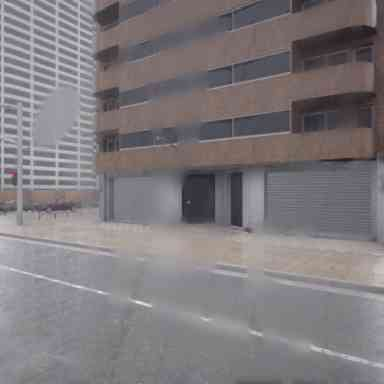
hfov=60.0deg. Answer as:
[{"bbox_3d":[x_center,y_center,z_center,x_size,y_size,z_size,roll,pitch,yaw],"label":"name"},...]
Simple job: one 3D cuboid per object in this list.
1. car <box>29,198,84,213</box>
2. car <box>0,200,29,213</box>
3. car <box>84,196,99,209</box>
[{"bbox_3d":[-15.161,1.477,37.566,1.882,1.535,5.008,0,0,35],"label":"car"},{"bbox_3d":[-19.532,1.547,37.405,2.033,1.411,5.357,0,0,35],"label":"car"},{"bbox_3d":[-13.839,1.563,45.606,1.994,1.385,4.181,0,0,35],"label":"car"}]
